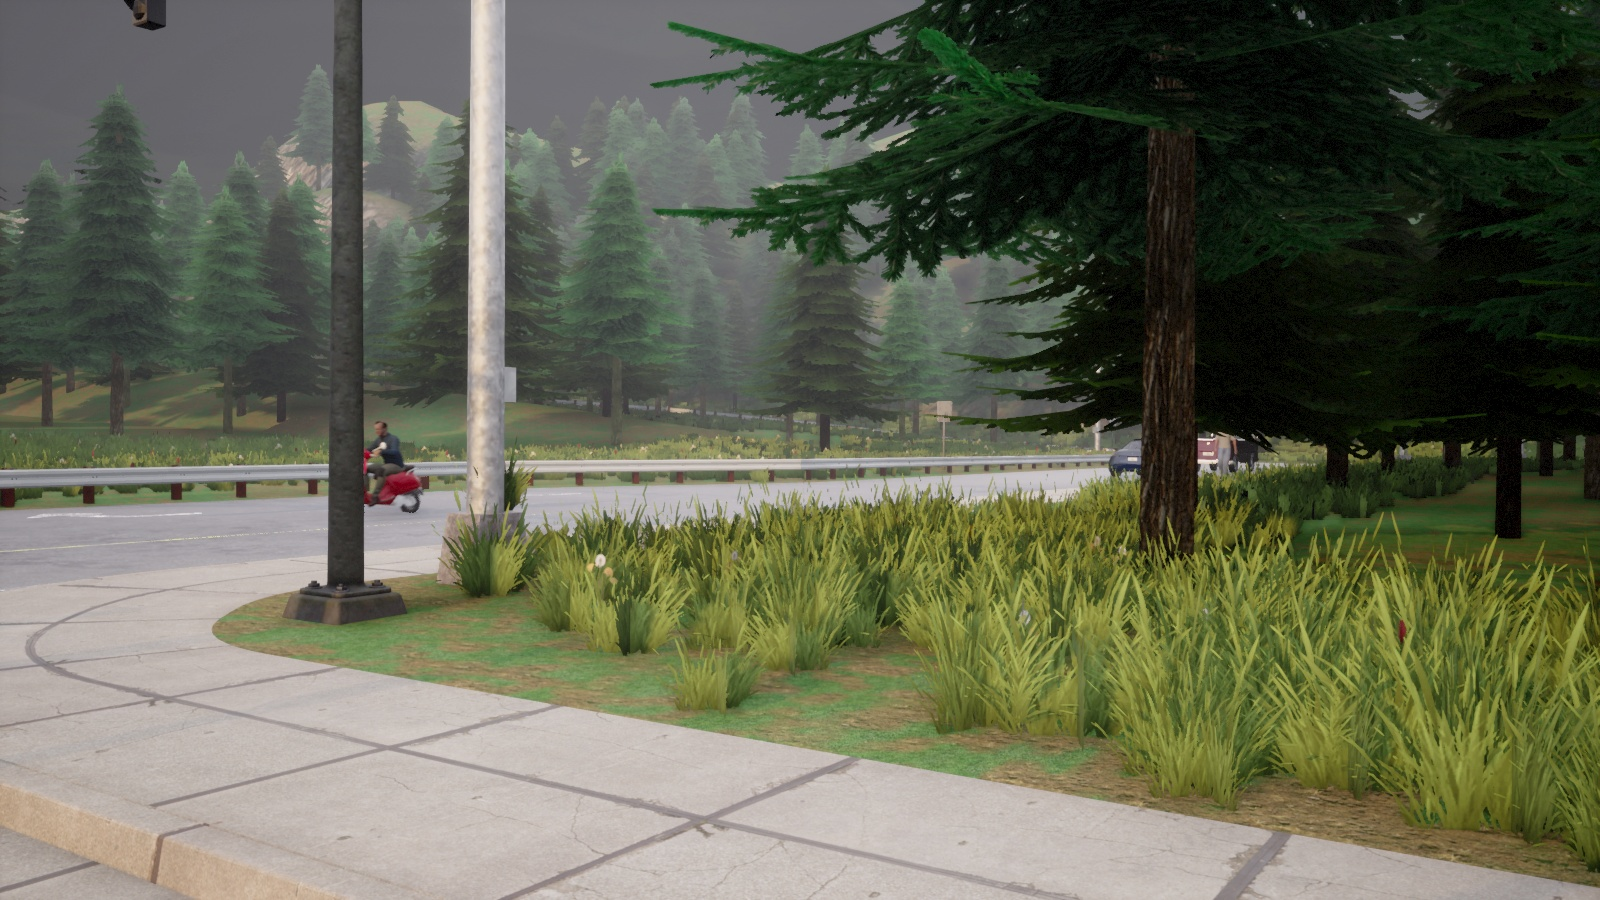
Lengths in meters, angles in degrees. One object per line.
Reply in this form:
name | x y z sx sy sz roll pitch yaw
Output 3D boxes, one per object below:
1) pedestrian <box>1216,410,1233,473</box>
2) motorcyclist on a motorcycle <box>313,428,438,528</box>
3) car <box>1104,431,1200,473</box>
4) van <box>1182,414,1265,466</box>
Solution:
pedestrian | 12.438 -0.248 36.789 0.354 1.836 0.706 0 1 26
motorcyclist on a motorcycle | -7.073 0.436 20.986 0.866 1.590 1.817 0 1 33
car | 12.544 0.046 44.617 1.994 1.385 4.181 0 1 35
van | 17.456 -0.436 51.694 2.069 2.038 4.480 0 1 35
